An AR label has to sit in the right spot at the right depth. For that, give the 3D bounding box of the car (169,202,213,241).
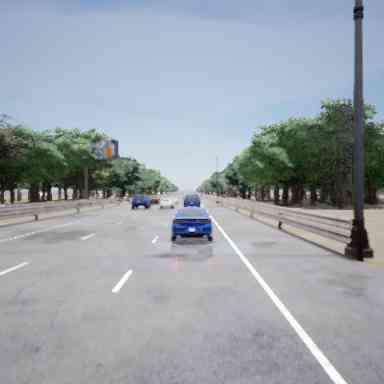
[{"bbox_3d":[-0.001,1.493,16.906,1.882,1.535,5.008,0,0,0],"label":"car"}]

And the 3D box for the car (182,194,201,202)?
[{"bbox_3d":[-0.004,1.248,41.686,2.150,2.045,5.566,0,2,0],"label":"car"}]

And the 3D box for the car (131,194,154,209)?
[{"bbox_3d":[-7.002,1.317,46.303,2.150,2.045,5.566,0,0,0],"label":"car"}]

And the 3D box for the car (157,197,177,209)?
[{"bbox_3d":[-3.500,1.622,46.827,1.812,1.442,4.674,0,0,0],"label":"car"}]

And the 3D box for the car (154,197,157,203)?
[{"bbox_3d":[-6.961,1.615,63.592,1.882,1.535,5.008,0,0,1],"label":"car"}]

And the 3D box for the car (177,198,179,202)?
[{"bbox_3d":[-3.456,1.664,64.050,1.812,1.442,4.674,0,0,1],"label":"car"}]
